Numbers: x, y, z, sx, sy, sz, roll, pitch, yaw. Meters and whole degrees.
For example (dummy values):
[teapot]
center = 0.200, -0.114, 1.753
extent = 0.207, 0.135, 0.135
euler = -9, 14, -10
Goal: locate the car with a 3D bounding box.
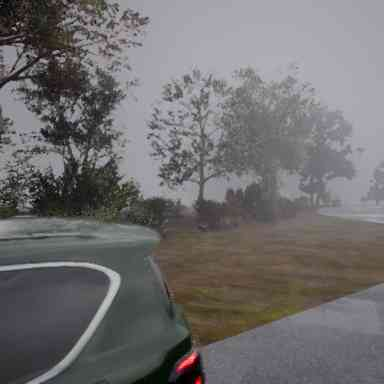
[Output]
[car]
center = -2.488, 1.231, 1.270
extent = 5.566, 2.045, 2.150
euler = -1, 1, -35
